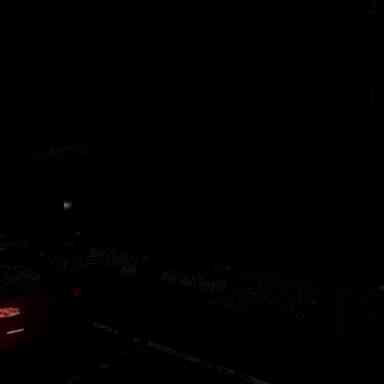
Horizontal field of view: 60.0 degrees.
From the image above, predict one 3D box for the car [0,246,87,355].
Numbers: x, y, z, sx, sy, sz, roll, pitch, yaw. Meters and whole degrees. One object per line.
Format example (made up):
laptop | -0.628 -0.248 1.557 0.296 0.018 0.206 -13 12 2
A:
car | -3.502 1.581 5.556 4.206 1.307 1.802 0 0 35
